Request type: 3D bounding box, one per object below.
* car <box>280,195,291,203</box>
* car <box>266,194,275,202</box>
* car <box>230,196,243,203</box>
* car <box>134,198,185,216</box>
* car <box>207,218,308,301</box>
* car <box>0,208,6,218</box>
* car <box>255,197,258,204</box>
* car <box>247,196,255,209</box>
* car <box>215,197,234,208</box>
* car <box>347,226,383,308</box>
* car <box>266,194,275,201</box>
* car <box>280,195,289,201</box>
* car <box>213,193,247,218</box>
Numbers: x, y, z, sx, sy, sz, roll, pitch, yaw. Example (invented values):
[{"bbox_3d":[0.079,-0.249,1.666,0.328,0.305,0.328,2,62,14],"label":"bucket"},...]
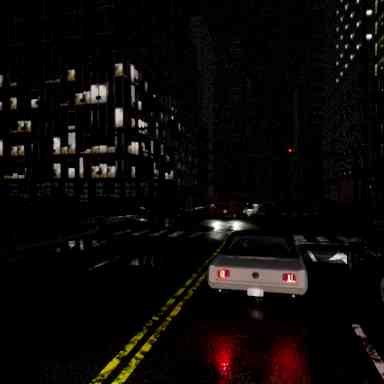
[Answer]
[{"bbox_3d":[19.766,1.469,69.625,2.033,1.411,5.357,0,0,13],"label":"car"},{"bbox_3d":[16.710,1.525,70.819,1.895,1.301,4.718,0,0,13],"label":"car"},{"bbox_3d":[8.885,1.548,66.198,1.895,1.301,4.718,0,0,14],"label":"car"},{"bbox_3d":[-2.965,1.340,30.821,5.008,1.535,1.882,0,3,-36],"label":"car"},{"bbox_3d":[1.745,1.597,8.401,1.895,1.301,4.718,0,0,14],"label":"car"},{"bbox_3d":[-17.210,1.433,26.805,4.313,1.339,1.947,1,1,15],"label":"car"},{"bbox_3d":[10.983,1.477,61.135,1.812,1.442,4.674,0,0,14],"label":"car"},{"bbox_3d":[6.967,1.448,44.542,1.882,1.535,5.008,0,0,14],"label":"car"},{"bbox_3d":[4.912,1.514,49.902,2.033,1.411,5.357,0,0,14],"label":"car"},{"bbox_3d":[4.871,1.500,7.486,1.837,1.490,4.892,0,0,14],"label":"car"},{"bbox_3d":[19.034,1.280,80.514,2.128,1.511,4.902,0,0,13],"label":"car"},{"bbox_3d":[22.201,1.350,79.785,1.895,1.301,4.718,0,0,13],"label":"car"},{"bbox_3d":[3.266,1.135,29.034,2.150,2.045,5.566,1,1,13],"label":"car"}]
